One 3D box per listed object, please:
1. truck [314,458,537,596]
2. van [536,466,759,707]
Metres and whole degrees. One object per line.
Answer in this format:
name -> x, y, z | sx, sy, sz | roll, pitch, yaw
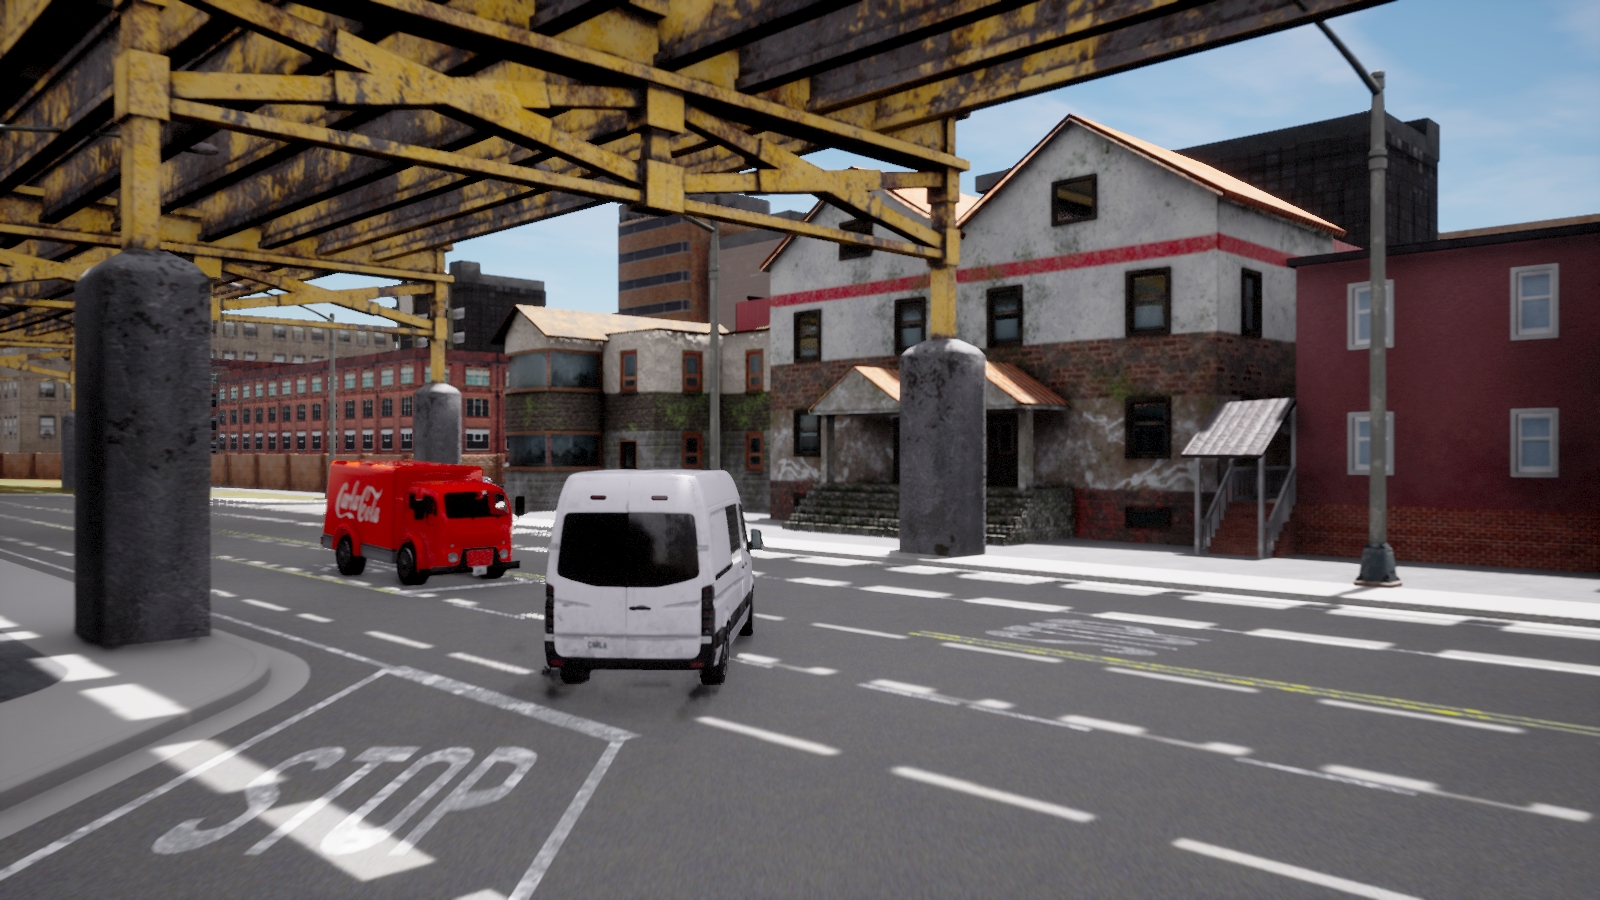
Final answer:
truck -> -8.422, 1.536, 25.383 | 2.627, 2.467, 5.204 | 0, 3, -45
van -> -1.793, 1.538, 15.574 | 1.988, 2.561, 5.915 | 0, 0, 3
